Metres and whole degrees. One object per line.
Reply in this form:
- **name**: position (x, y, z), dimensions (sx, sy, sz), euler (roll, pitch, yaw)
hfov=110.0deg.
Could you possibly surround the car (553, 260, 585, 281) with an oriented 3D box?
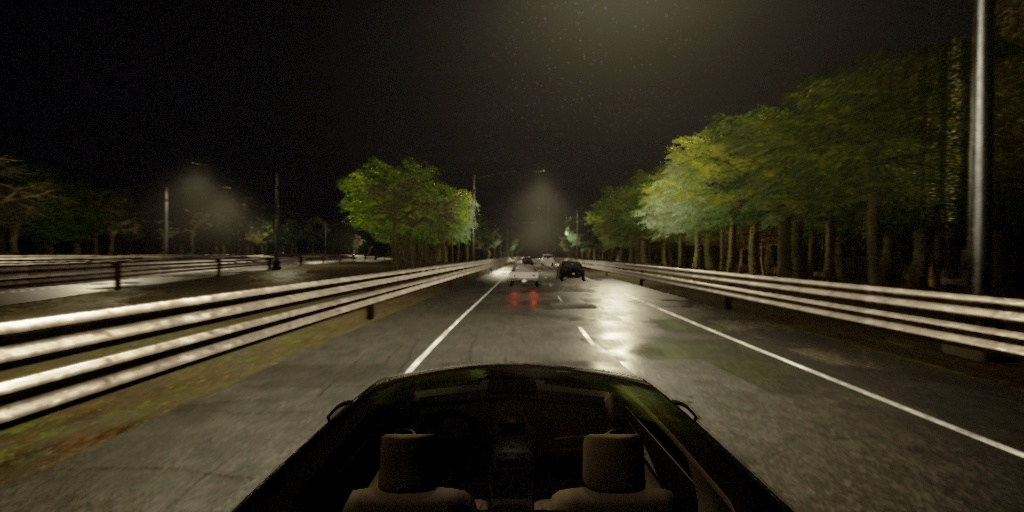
- **car**: position (4.583, 1.119, 28.532), dimensions (1.882, 1.535, 5.008), euler (1, 1, 3)

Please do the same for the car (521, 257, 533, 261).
- **car**: position (2.710, 0.967, 62.961), dimensions (1.837, 1.490, 4.892), euler (1, 1, 3)

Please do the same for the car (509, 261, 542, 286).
- **car**: position (0.853, 1.230, 24.113), dimensions (1.895, 1.301, 4.718), euler (1, 0, 3)

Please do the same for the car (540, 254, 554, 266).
- **car**: position (6.238, 0.716, 63.504), dimensions (2.150, 2.045, 5.566), euler (1, 1, 3)
